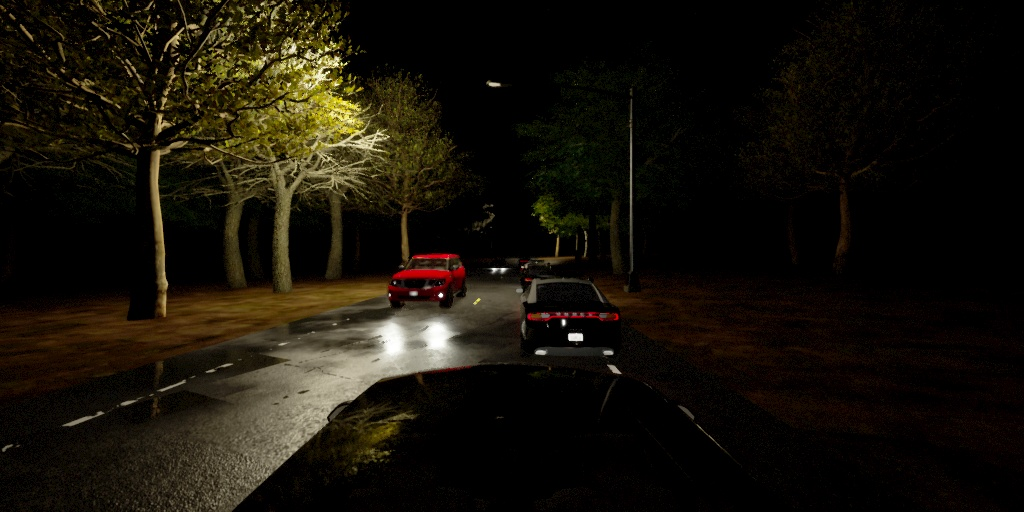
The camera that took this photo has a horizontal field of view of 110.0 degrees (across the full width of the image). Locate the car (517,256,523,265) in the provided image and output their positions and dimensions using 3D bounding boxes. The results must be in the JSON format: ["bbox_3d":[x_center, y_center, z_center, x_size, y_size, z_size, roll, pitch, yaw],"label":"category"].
[{"bbox_3d":[1.820,0.836,50.133,1.837,1.490,4.892,0,1,2],"label":"car"}]

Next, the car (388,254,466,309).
[{"bbox_3d":[-3.338,0.936,15.239,2.150,2.045,5.566,0,0,2],"label":"car"}]

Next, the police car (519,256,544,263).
[{"bbox_3d":[1.666,1.058,24.574,1.930,1.638,5.238,0,1,3],"label":"police car"}]

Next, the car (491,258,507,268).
[{"bbox_3d":[-1.779,0.907,49.487,1.994,1.385,4.181,0,1,3],"label":"car"}]

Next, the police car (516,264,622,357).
[{"bbox_3d":[1.126,1.166,8.660,1.930,1.638,5.238,0,0,1],"label":"police car"}]

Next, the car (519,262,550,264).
[{"bbox_3d":[1.405,1.215,18.488,1.812,1.442,4.674,0,0,2],"label":"car"}]
